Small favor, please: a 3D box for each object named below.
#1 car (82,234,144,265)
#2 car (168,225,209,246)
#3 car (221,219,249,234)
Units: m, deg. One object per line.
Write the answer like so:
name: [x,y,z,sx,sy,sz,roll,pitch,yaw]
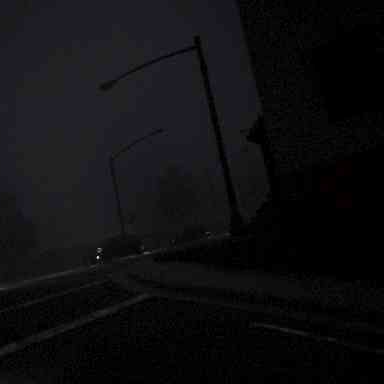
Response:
car: [-5.728,4.045,24.156,2.097,1.767,4.553,-17,-9,35]
car: [-0.303,4.034,31.628,2.128,1.511,4.902,-17,-9,35]
car: [5.135,3.916,39.138,1.812,1.442,4.674,-17,-9,35]
